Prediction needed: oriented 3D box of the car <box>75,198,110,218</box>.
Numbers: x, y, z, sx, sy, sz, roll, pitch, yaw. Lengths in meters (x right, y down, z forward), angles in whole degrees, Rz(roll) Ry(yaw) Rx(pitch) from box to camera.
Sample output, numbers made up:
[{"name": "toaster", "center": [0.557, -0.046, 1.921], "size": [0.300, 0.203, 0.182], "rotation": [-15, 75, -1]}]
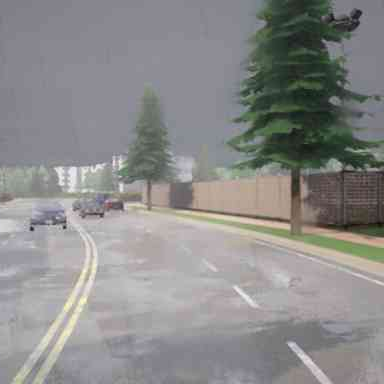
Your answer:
[{"name": "car", "center": [-9.162, 1.573, 30.213], "size": [2.033, 1.411, 5.357], "rotation": [-1, 0, -23]}]

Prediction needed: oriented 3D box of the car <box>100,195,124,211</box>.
[{"name": "car", "center": [-9.452, 1.488, 39.913], "size": [1.882, 1.535, 5.008], "rotation": [-1, 0, -23]}]

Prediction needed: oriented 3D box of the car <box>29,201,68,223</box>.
[{"name": "car", "center": [-8.225, 1.279, 19.103], "size": [1.812, 1.442, 4.674], "rotation": [-1, 0, -23]}]

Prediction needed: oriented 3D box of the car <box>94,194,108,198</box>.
[{"name": "car", "center": [-13.423, 1.250, 49.098], "size": [2.150, 2.045, 5.566], "rotation": [-1, 0, -22]}]

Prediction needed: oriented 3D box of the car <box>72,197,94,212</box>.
[{"name": "car", "center": [-13.320, 1.591, 39.947], "size": [2.033, 1.411, 5.357], "rotation": [-1, 0, -23]}]
